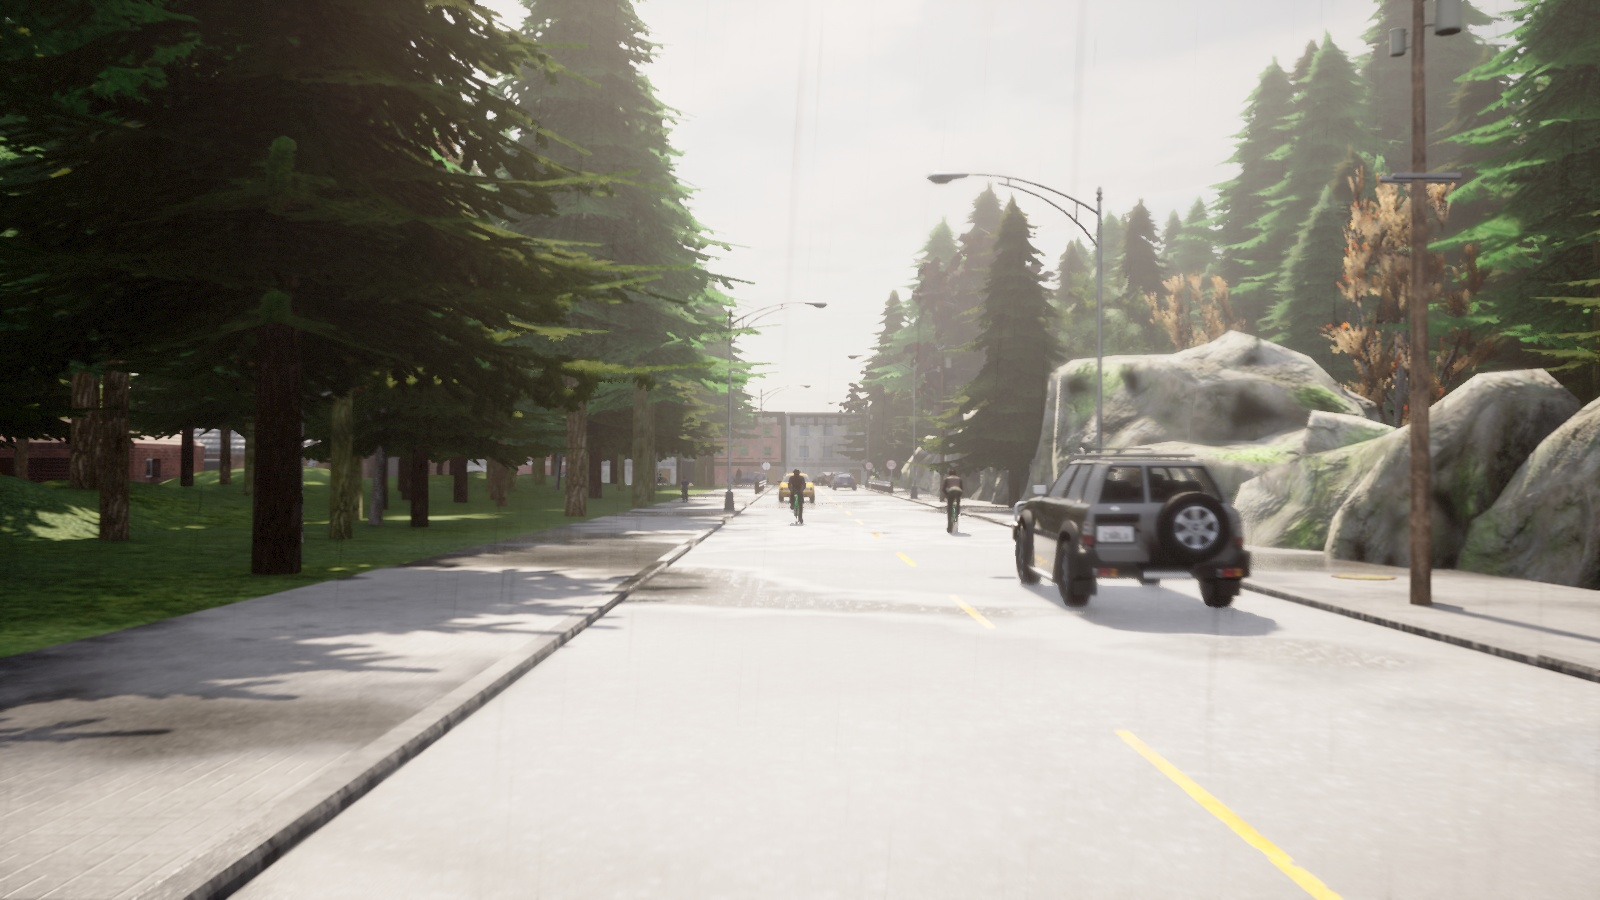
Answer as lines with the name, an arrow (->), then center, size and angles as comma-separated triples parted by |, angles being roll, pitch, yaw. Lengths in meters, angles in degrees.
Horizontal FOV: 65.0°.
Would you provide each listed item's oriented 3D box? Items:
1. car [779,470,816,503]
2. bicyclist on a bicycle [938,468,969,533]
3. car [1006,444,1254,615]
car -> -0.151, 1.824, 63.921 | 1.801, 1.575, 5.366 | 0, -1, 0
bicyclist on a bicycle -> 3.924, 1.292, 32.269 | 0.582, 1.620, 1.656 | 0, -1, 0
car -> 3.968, 0.885, 15.970 | 1.932, 1.855, 4.605 | 0, 0, 0
